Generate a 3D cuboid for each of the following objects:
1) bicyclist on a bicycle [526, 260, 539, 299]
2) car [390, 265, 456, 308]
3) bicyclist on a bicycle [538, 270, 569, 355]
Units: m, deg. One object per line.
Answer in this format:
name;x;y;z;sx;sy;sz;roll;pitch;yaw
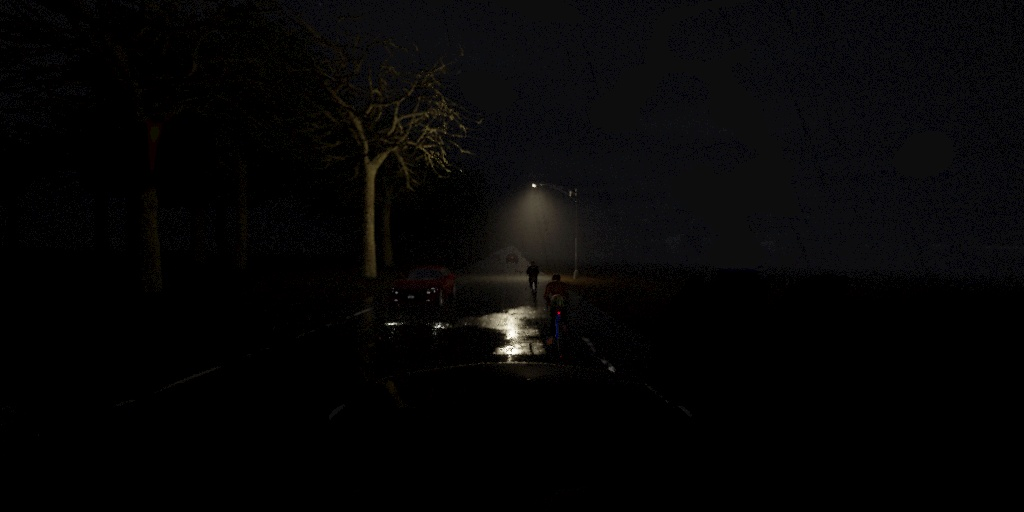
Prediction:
bicyclist on a bicycle;0.967;1.061;16.580;0.659;1.776;1.843;0;1;0
car;-3.597;1.177;15.262;1.882;1.535;5.008;0;0;0
bicyclist on a bicycle;0.964;1.187;7.691;0.582;1.620;1.656;0;0;0
